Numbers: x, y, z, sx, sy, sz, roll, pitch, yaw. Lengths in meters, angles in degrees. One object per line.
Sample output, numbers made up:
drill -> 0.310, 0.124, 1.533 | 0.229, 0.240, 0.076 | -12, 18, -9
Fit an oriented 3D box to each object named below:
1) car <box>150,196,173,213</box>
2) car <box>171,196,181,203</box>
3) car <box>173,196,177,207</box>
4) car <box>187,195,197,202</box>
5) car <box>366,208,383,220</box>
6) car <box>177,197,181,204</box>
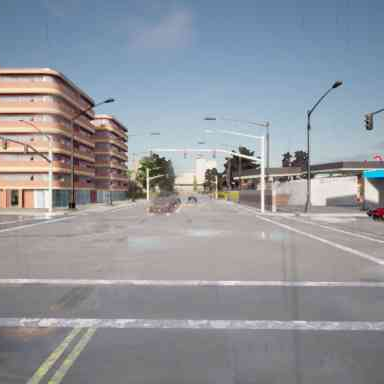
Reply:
car -> -3.443, 1.352, 36.534 | 2.097, 1.767, 4.553 | 0, 0, -2
car -> -3.423, 1.595, 70.362 | 1.895, 1.301, 4.718 | 0, 0, 0
car -> -3.541, 1.601, 47.927 | 1.895, 1.301, 4.718 | 0, 0, 0
car -> 0.077, 1.339, 70.824 | 1.812, 1.442, 4.674 | 0, 0, 0
car -> 16.564, 1.601, 26.430 | 4.718, 1.301, 1.895 | 0, 0, 1
car -> -3.503, 1.506, 60.307 | 1.837, 1.490, 4.892 | 0, 0, 0
